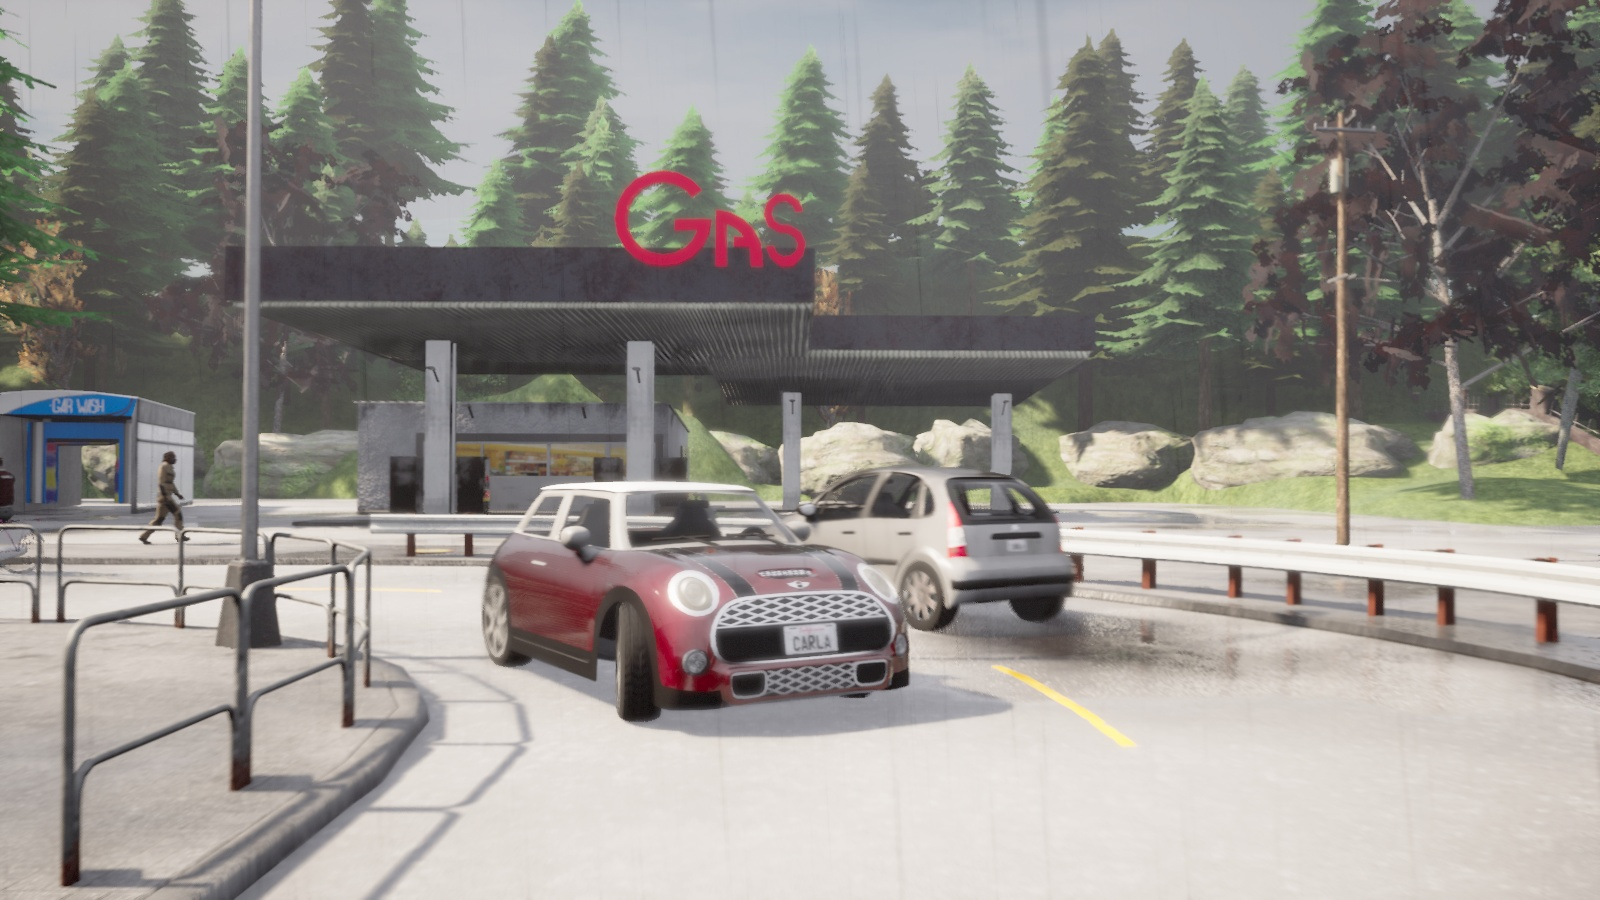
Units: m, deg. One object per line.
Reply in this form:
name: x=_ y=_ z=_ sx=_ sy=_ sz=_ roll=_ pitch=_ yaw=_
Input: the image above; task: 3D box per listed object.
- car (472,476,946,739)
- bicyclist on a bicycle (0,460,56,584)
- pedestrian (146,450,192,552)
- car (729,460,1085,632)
car: x=-0.886 y=0.940 z=9.270 sx=1.970 sy=1.475 sz=3.806 roll=0 pitch=-1 yaw=-31
bicyclist on a bicycle: x=-12.032 y=1.042 z=18.410 sx=1.843 sy=1.776 sz=0.659 roll=0 pitch=-1 yaw=1
pedestrian: x=-12.124 y=0.977 z=24.137 sx=0.692 sy=1.930 sz=0.396 roll=0 pitch=-1 yaw=-13
car: x=1.030 y=0.946 z=14.031 sx=1.851 sy=1.617 sz=3.988 roll=0 pitch=-1 yaw=-34
